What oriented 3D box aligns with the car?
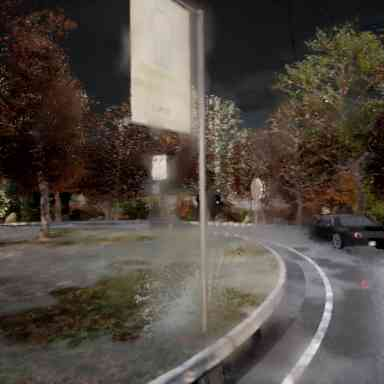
[{"bbox_3d":[6.485,1.633,14.527,1.895,1.301,4.718,-1,0,-5],"label":"car"}]
